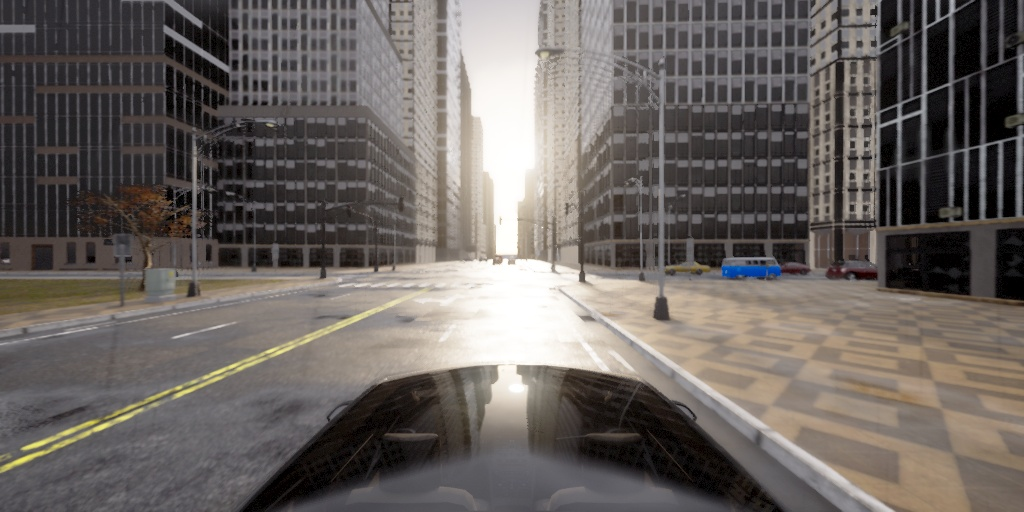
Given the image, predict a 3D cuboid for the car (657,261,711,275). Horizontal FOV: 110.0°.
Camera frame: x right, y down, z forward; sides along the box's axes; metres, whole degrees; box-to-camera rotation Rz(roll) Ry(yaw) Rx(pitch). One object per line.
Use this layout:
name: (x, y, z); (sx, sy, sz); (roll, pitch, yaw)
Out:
car: (17.078, 1.155, 35.731); (4.829, 1.417, 1.751); (0, 0, 2)

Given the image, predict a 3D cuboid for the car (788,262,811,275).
car: (26.912, 1.220, 35.249); (4.207, 1.307, 1.802); (0, 0, 2)

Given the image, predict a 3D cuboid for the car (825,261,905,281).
car: (26.629, 1.117, 27.373); (4.097, 1.591, 1.967); (0, 0, 2)

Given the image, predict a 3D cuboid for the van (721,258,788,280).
van: (18.351, 1.012, 27.559); (3.998, 1.789, 1.690); (0, 0, 2)

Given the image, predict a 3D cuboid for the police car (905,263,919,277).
police car: (37.717, 1.165, 32.292); (4.974, 1.542, 2.038); (0, 0, 2)
